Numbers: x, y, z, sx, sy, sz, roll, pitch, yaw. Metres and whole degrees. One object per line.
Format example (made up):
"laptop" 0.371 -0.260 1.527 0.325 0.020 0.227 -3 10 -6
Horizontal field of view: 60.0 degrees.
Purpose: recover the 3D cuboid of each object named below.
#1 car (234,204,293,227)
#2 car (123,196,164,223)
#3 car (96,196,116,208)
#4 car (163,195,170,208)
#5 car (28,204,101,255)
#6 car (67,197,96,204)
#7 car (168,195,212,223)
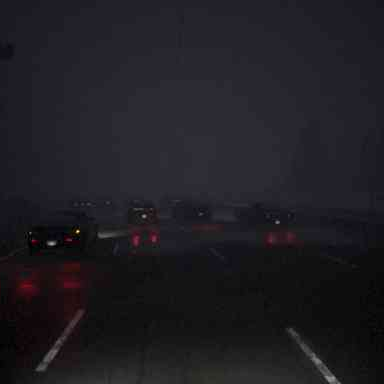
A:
"car" 4.244 1.372 20.718 1.895 1.301 4.718 0 1 -14
"car" -3.640 1.247 22.958 2.128 1.511 4.902 0 1 -16
"car" -10.324 1.155 38.885 1.994 1.385 4.181 0 1 -28
"car" -2.454 1.088 38.850 1.837 1.490 4.892 0 0 -26
"car" -4.763 1.393 12.674 1.812 1.442 4.674 0 1 -9
"car" -11.553 1.194 33.895 2.033 1.411 5.357 0 1 -26
"car" -0.111 1.225 23.358 1.882 1.535 5.008 0 1 -15
